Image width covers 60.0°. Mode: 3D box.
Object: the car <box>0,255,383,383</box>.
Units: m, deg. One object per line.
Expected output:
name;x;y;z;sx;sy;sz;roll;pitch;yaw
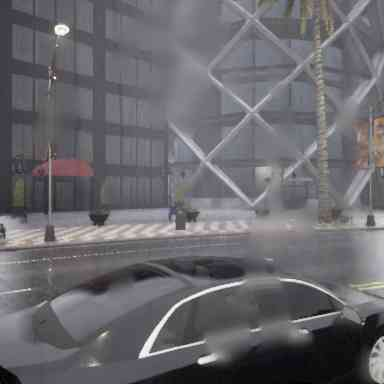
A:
car;0.471;1.501;3.736;4.892;1.490;1.837;1;-1;-32
